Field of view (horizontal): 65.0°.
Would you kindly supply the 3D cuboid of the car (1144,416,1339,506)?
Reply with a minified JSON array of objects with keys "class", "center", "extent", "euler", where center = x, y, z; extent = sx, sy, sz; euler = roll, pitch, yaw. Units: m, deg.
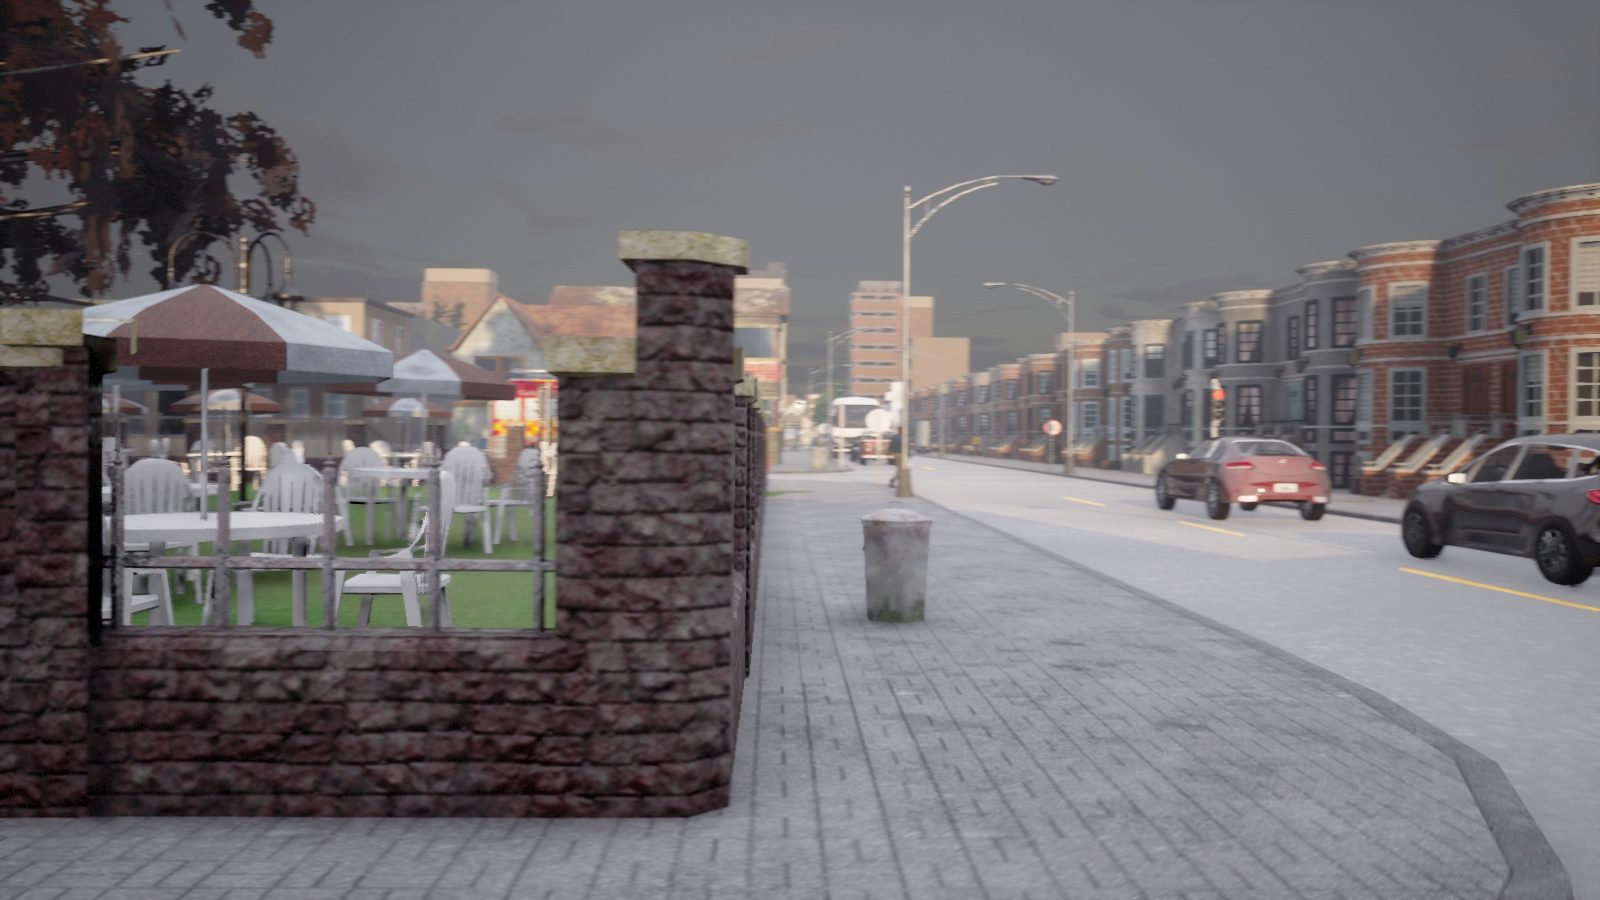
[{"class":"car","center":[8.875,0.173,25.799],"extent":[2.152,1.651,5.027],"euler":[-1,1,-1]}]

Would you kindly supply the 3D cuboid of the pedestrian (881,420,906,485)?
[{"class":"pedestrian","center":[2.657,0.072,35.704],"extent":[0.370,1.835,0.726],"euler":[0,1,35]}]

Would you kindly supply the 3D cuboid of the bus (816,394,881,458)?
[{"class":"bus","center":[3.302,-1.632,88.845],"extent":[3.944,4.253,10.273],"euler":[-1,0,-1]}]

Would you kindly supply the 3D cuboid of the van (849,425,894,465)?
[{"class":"van","center":[3.833,-0.298,67.784],"extent":[2.069,2.038,4.480],"euler":[-1,1,-1]}]

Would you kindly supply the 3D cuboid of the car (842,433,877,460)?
[{"class":"car","center":[3.612,-0.224,76.822],"extent":[1.851,1.617,3.988],"euler":[-1,1,-1]}]

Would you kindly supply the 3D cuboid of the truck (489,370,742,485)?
[{"class":"truck","center":[-6.332,-0.791,44.201],"extent":[8.468,3.827,2.891],"euler":[-1,1,-2]}]

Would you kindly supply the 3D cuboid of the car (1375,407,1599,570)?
[{"class":"car","center":[9.159,0.356,15.124],"extent":[2.242,1.667,4.611],"euler":[-1,1,-2]}]
